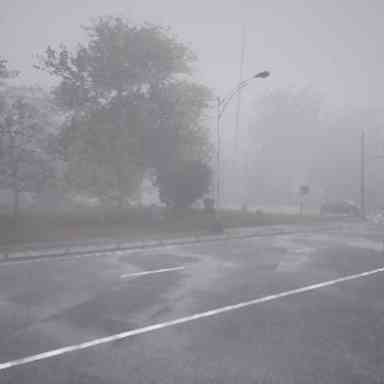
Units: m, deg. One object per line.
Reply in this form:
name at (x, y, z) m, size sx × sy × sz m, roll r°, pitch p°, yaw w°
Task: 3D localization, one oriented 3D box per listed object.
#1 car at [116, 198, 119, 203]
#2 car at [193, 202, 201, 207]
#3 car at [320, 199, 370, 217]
car at (-15.559, 1.700, 74.908) m, size 1.882 × 1.535 × 5.008 m, roll 0°, pitch 0°, yaw -38°
car at (-0.564, 1.835, 55.509) m, size 1.895 × 1.301 × 4.718 m, roll 0°, pitch 0°, yaw -38°
car at (15.775, 1.539, 34.376) m, size 2.097 × 1.767 × 4.553 m, roll 0°, pitch -1°, yaw -38°
